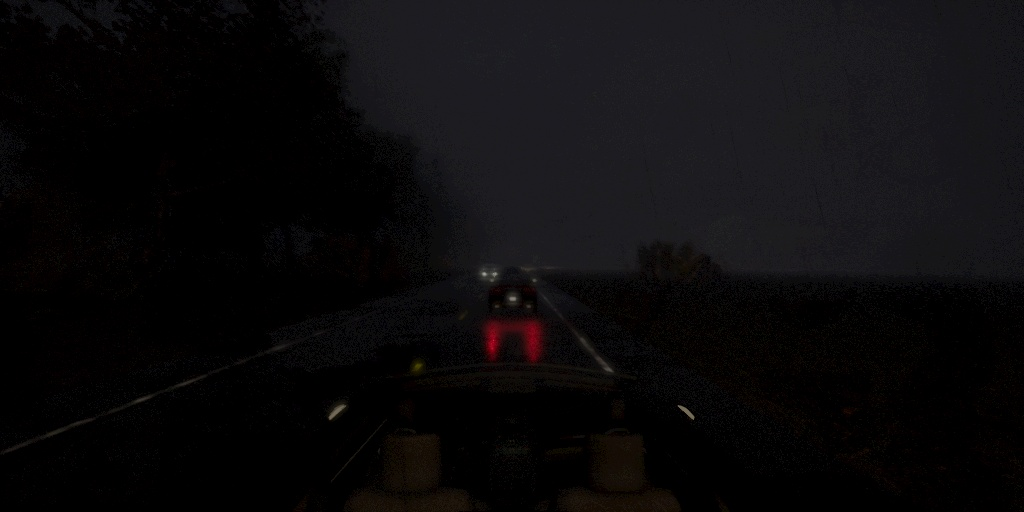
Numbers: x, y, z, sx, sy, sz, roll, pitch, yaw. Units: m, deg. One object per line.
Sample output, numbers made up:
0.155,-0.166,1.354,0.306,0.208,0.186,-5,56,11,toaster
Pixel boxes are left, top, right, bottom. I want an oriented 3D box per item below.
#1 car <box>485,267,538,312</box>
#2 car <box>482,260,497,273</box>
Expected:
0.051,1.405,15.302,1.882,1.535,5.008,0,0,0,car
-3.572,1.697,58.423,2.150,2.045,5.566,0,-1,0,car
